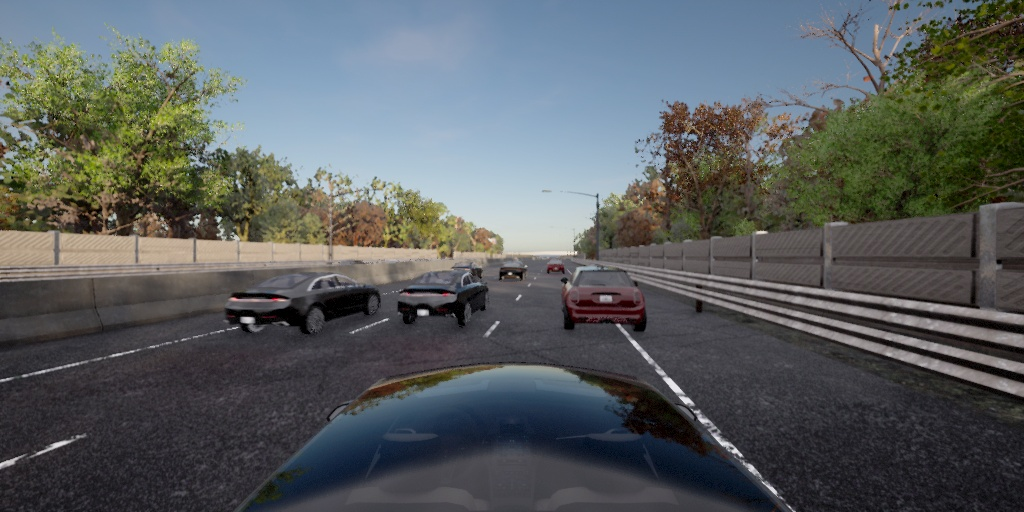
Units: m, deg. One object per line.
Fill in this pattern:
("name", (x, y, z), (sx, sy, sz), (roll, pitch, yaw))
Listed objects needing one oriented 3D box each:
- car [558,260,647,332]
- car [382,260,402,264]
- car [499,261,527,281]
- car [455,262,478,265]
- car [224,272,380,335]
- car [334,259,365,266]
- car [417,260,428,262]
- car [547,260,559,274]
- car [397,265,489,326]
("car", (2.613, 1.088, 11.118), (2.097, 1.767, 4.553), (0, 0, 7))
("car", (-15.641, 1.190, 46.590), (1.812, 1.442, 4.674), (0, 0, 7))
("car", (0.159, 1.184, 29.582), (1.882, 1.535, 5.008), (0, 0, 7))
("car", (-3.522, 1.196, 28.285), (2.128, 1.511, 4.902), (0, 0, 7))
("car", (-5.646, 1.219, 10.460), (2.128, 1.511, 4.902), (0, 0, 7))
("car", (-19.545, 1.169, 43.366), (1.837, 1.490, 4.892), (0, 0, 7))
("car", (-11.997, 1.232, 47.531), (1.994, 1.385, 4.181), (0, 0, 7))
("car", (4.969, 1.174, 40.569), (1.882, 1.535, 5.008), (0, 0, 7))
("car", (-1.986, 1.222, 11.591), (2.128, 1.511, 4.902), (0, 0, 7))
